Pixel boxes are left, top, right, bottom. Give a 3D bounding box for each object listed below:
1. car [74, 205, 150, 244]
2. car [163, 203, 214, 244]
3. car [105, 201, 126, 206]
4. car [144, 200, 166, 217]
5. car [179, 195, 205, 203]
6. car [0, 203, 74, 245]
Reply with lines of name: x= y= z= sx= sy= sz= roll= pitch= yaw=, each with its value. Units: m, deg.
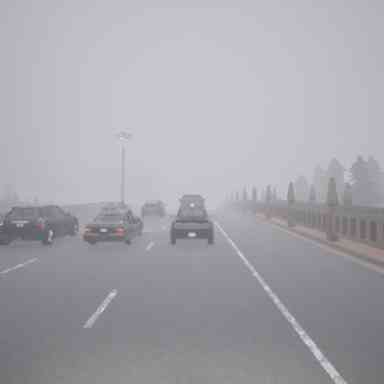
car: x=-3.498 y=1.566 z=15.689 sx=2.033 sy=1.411 sz=5.357 roll=0 pitch=0 yaw=0
car: x=0.002 y=1.499 z=15.692 sx=2.128 sy=1.511 sz=4.902 roll=0 pitch=0 yaw=0
car: x=-6.997 y=1.571 z=30.790 sx=2.033 sy=1.411 sz=5.357 roll=0 pitch=0 yaw=0
car: x=-3.497 y=1.503 z=30.793 sx=2.128 sy=1.511 sz=4.902 roll=0 pitch=0 yaw=0
car: x=0.003 y=1.267 z=30.828 sx=2.150 sy=2.045 sz=5.566 roll=0 pitch=0 yaw=0
car: x=-6.998 y=1.369 z=15.661 sx=2.097 sy=1.767 sz=4.553 roll=0 pitch=0 yaw=0
